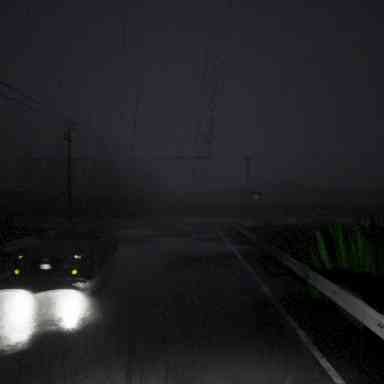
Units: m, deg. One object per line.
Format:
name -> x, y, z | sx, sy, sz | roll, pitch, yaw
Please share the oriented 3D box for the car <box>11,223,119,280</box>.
car -> -3.567, 1.671, 10.106 | 1.994, 1.385, 4.181 | 0, -1, 0
